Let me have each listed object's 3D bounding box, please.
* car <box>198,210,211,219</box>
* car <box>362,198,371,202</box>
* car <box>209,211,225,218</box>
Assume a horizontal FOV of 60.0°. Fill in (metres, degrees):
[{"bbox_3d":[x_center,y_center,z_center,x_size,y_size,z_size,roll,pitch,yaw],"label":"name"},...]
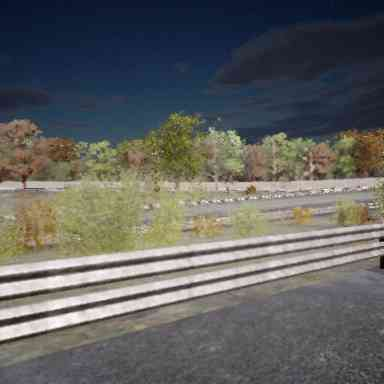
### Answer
[{"bbox_3d":[4.204,3.711,53.139,5.357,1.411,2.033,-4,2,-21],"label":"car"},{"bbox_3d":[32.767,1.802,60.172,5.008,1.535,1.882,-4,2,-20],"label":"car"},{"bbox_3d":[5.528,3.713,49.897,4.902,1.511,2.128,-4,2,-21],"label":"car"}]
